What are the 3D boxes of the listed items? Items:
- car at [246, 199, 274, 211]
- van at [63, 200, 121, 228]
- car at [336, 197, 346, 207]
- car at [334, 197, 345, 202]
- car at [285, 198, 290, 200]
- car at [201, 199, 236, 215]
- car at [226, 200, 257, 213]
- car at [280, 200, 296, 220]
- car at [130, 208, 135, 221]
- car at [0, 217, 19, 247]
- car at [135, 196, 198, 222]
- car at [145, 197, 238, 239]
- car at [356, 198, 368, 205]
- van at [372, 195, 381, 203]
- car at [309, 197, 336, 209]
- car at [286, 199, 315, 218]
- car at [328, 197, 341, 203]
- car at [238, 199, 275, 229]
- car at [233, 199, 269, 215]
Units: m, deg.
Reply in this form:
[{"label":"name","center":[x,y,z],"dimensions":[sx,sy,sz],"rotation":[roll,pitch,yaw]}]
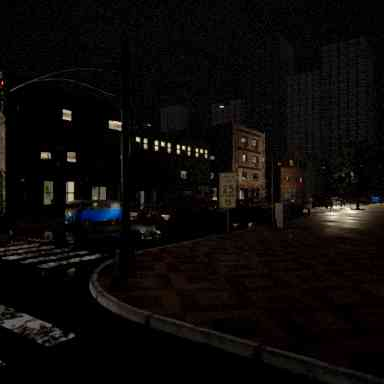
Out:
[{"label":"car","center":[9.283,1.723,45.149],"dimensions":[2.008,1.369,4.403],"rotation":[-1,-1,35]},{"label":"van","center":[-6.675,1.414,22.607],"dimensions":[1.690,1.788,3.998],"rotation":[-1,0,35]},{"label":"car","center":[25.373,1.829,57.851],"dimensions":[1.895,1.301,4.718],"rotation":[0,0,36]},{"label":"car","center":[38.007,1.936,85.728],"dimensions":[1.887,1.381,4.507],"rotation":[-1,-1,35]},{"label":"car","center":[15.567,1.742,54.027],"dimensions":[1.752,1.417,4.829],"rotation":[-1,-1,35]},{"label":"car","center":[2.900,1.570,36.133],"dimensions":[1.967,1.590,4.097],"rotation":[-1,-1,35]},{"label":"car","center":[6.091,1.701,40.640],"dimensions":[2.008,1.369,4.403],"rotation":[-1,-1,35]},{"label":"car","center":[6.550,1.616,26.783],"dimensions":[1.887,1.381,4.507],"rotation":[-1,-1,35]},{"label":"car","center":[-3.484,1.531,27.114],"dimensions":[1.967,1.590,4.097],"rotation":[-1,-1,35]},{"label":"car","center":[-9.256,1.505,12.858],"dimensions":[1.882,1.535,5.008],"rotation":[-1,-1,23]},{"label":"car","center":[-1.393,1.300,25.573],"dimensions":[2.150,2.045,5.566],"rotation":[0,0,36]},{"label":"car","center":[0.166,1.350,17.767],"dimensions":[2.192,1.841,5.009],"rotation":[-1,-1,35]},{"label":"car","center":[32.083,1.801,62.853],"dimensions":[2.008,1.369,4.403],"rotation":[-1,-1,35]},{"label":"van","center":[44.848,1.694,80.891],"dimensions":[1.690,1.788,3.998],"rotation":[-1,-1,35]},{"label":"car","center":[19.505,1.536,49.560],"dimensions":[2.097,1.767,4.553],"rotation":[0,0,35]},{"label":"car","center":[9.742,1.657,31.292],"dimensions":[1.947,1.339,4.313],"rotation":[-1,-1,35]},{"label":"car","center":[34.816,1.915,81.219],"dimensions":[2.008,1.369,4.403],"rotation":[-1,-1,35]},{"label":"car","center":[3.357,1.368,22.276],"dimensions":[2.192,1.841,5.009],"rotation":[-1,-1,35]},{"label":"car","center":[6.629,1.606,36.898],"dimensions":[1.882,1.535,5.008],"rotation":[0,0,36]}]
